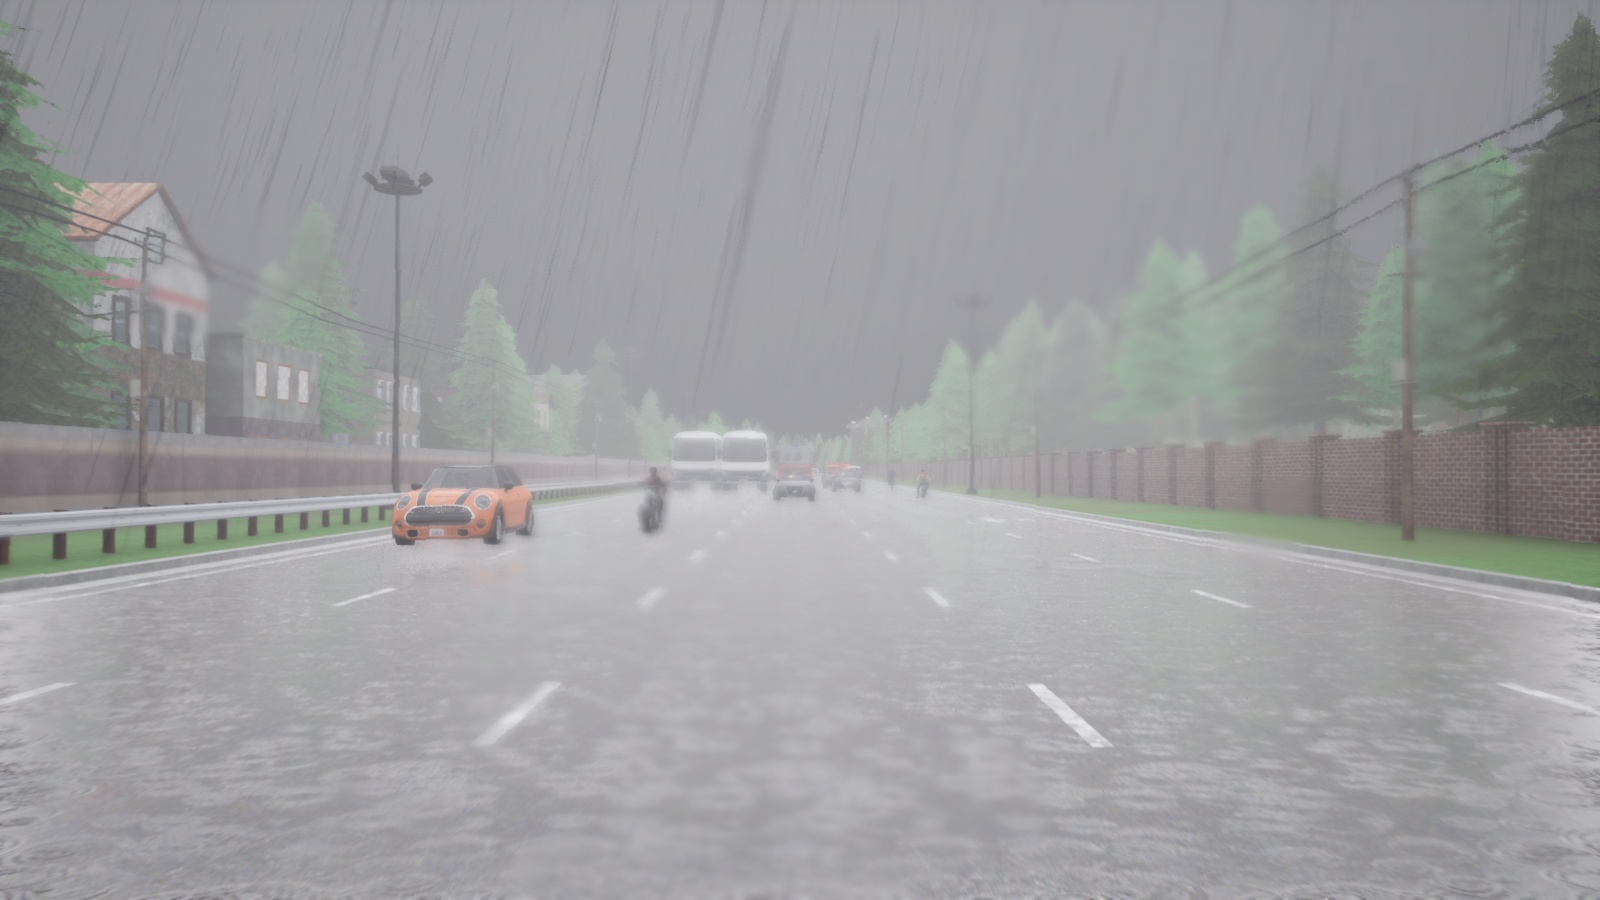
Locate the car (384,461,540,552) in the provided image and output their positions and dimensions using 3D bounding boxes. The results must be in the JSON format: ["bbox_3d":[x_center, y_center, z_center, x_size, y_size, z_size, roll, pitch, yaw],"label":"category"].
[{"bbox_3d":[-7.066,1.141,26.770,2.097,1.767,4.553,0,-1,0],"label":"car"}]

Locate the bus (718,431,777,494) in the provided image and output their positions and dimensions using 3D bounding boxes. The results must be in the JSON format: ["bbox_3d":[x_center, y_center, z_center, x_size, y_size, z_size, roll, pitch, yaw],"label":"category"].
[{"bbox_3d":[-3.669,0.941,90.671,3.944,4.253,10.273,0,-1,0],"label":"bus"}]

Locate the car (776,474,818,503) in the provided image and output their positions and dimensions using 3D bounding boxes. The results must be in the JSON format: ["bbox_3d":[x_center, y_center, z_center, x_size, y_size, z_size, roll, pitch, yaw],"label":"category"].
[{"bbox_3d":[-0.151,1.908,62.637,1.994,1.385,4.181,0,-1,0],"label":"car"}]

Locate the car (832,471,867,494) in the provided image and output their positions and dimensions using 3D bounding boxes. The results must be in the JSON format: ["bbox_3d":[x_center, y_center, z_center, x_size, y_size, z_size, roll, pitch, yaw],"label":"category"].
[{"bbox_3d":[3.294,2.150,84.743,2.128,1.511,4.902,0,-1,0],"label":"car"}]

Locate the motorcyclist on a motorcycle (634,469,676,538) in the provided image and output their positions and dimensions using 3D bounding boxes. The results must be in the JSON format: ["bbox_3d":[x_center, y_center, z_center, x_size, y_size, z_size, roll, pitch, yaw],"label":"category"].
[{"bbox_3d":[-3.576,1.291,31.154,0.766,1.649,2.350,0,-1,0],"label":"motorcyclist on a motorcycle"}]

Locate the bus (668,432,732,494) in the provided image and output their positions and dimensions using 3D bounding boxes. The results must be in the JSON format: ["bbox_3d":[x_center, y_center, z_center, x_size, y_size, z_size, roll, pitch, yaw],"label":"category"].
[{"bbox_3d":[-7.230,0.988,92.642,3.944,4.253,10.273,0,-1,0],"label":"bus"}]
